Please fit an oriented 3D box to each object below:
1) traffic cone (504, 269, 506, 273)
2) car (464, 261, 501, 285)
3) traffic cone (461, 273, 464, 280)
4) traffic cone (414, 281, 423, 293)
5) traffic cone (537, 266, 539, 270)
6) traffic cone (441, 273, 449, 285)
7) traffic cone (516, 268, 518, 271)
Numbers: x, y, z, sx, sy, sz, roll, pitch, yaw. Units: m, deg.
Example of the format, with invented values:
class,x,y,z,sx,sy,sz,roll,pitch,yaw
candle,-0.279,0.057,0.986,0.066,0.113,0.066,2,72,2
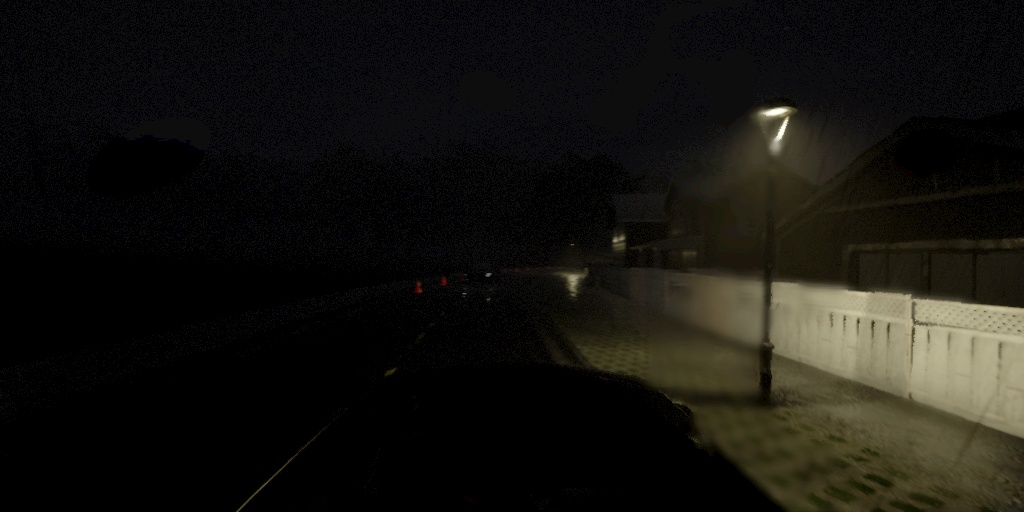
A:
class,x,y,z,sx,sy,sz,roll,pitch,yaw
traffic cone,-0.833,1.714,43.072,0.340,0.580,0.340,0,0,15
car,-1.974,1.144,25.247,1.882,1.535,5.008,1,0,7
traffic cone,-3.840,1.583,28.043,0.340,0.580,0.340,0,0,7
traffic cone,-4.672,1.535,17.857,0.340,0.580,0.340,0,0,7
traffic cone,4.204,1.897,57.549,0.340,0.580,0.340,0,0,23
traffic cone,-4.380,1.552,22.958,0.340,0.580,0.340,0,0,5
traffic cone,0.624,1.770,47.973,0.340,0.580,0.340,0,0,18
